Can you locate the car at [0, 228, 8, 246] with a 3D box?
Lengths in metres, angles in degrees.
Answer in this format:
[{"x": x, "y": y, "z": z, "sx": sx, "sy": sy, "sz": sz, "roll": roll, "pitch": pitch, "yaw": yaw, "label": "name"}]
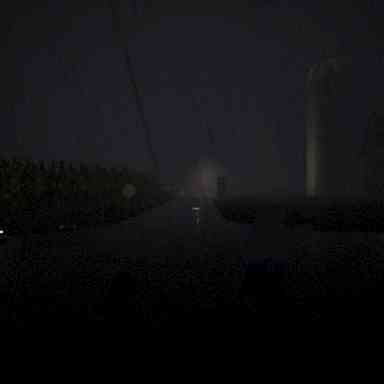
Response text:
[{"x": -8.421, "y": 1.434, "z": 10.241, "sx": 4.718, "sy": 1.301, "sz": 1.895, "roll": 0, "pitch": 0, "yaw": -4, "label": "car"}]
